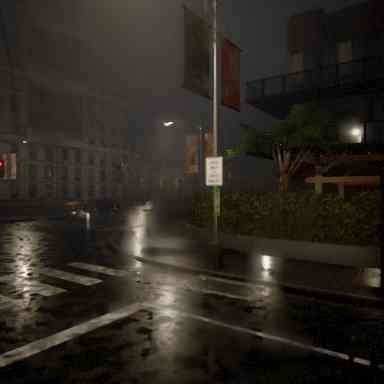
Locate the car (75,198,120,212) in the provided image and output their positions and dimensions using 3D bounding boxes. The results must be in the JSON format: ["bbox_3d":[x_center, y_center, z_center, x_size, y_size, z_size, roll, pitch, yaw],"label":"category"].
[{"bbox_3d":[-10.527,1.504,38.309,1.837,1.490,4.892,0,0,36],"label":"car"}]

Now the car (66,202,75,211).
[{"bbox_3d":[-13.024,1.477,40.851,1.882,1.535,5.008,0,0,35],"label":"car"}]
